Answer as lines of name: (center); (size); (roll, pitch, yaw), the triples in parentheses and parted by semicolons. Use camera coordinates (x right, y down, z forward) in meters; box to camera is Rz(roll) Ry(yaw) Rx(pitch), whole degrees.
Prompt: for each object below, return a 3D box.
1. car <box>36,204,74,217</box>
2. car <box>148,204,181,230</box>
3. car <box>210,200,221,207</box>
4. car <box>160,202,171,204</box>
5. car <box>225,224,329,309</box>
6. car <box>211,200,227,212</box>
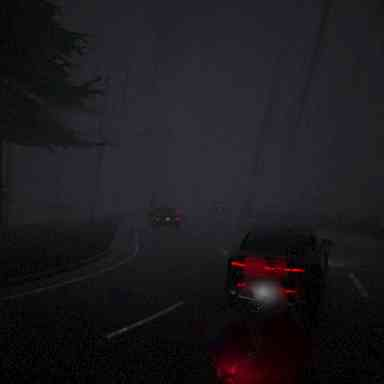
car: (-15.758, 2.113, 38.541); (2.033, 1.411, 5.357); (-1, -1, 8)
car: (-2.004, 1.799, 23.514); (2.033, 1.411, 5.357); (-1, -1, -11)
car: (4.527, 2.151, 64.098); (1.895, 1.301, 4.718); (-1, -1, 3)
car: (-3.429, 2.004, 43.472); (2.033, 1.411, 5.357); (-1, -1, 1)
car: (2.246, 1.559, 8.180); (1.837, 1.490, 4.892); (1, 0, 23)
car: (3.608, 1.879, 44.052); (1.837, 1.490, 4.892); (-1, 0, 1)
